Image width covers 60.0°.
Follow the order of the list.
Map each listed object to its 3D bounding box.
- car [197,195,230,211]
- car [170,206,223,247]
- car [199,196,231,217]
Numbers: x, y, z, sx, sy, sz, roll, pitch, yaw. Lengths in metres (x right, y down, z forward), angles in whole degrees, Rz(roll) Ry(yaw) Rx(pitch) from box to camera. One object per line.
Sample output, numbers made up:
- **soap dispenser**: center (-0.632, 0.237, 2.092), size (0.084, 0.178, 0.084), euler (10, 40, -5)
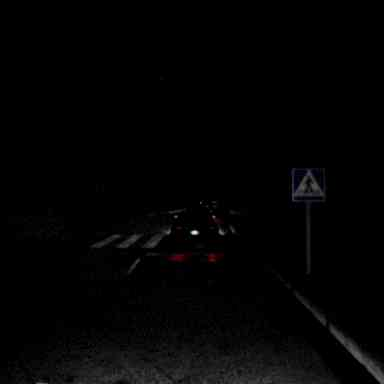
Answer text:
- **car**: center (2.712, 1.306, 40.405), size (2.097, 1.767, 4.553), euler (0, 0, 32)
- **car**: center (0.135, 1.531, 14.778), size (1.994, 1.385, 4.181), euler (0, 0, 1)
- **car**: center (2.317, 1.435, 30.593), size (2.128, 1.511, 4.902), euler (0, 0, 17)
